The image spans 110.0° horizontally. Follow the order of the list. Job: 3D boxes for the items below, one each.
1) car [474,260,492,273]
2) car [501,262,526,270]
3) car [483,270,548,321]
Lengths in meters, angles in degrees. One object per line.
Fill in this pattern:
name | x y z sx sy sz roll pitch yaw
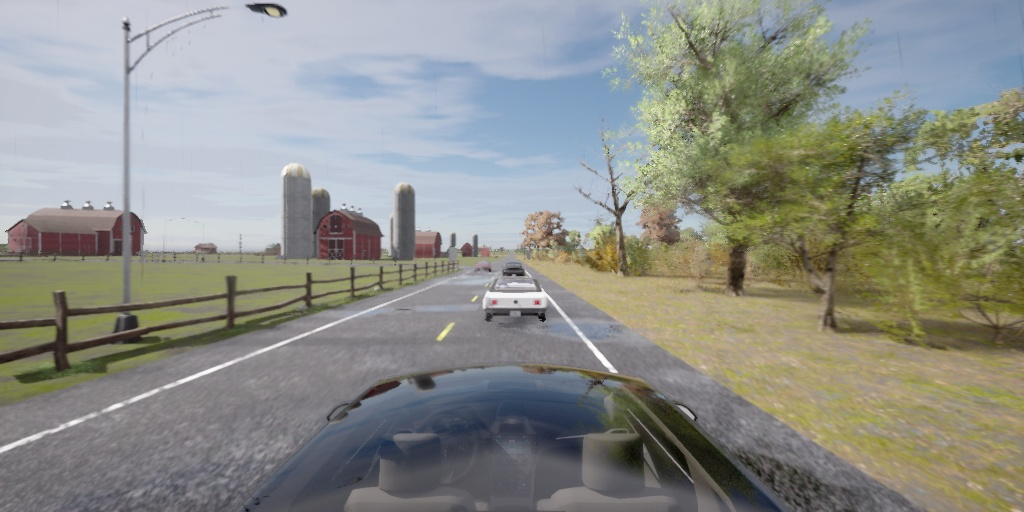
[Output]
car | -3.507 1.261 44.459 1.812 1.442 4.674 0 0 1
car | 0.123 1.246 30.261 1.837 1.490 4.892 0 0 0
car | 0.109 1.348 12.424 1.895 1.301 4.718 0 0 0
